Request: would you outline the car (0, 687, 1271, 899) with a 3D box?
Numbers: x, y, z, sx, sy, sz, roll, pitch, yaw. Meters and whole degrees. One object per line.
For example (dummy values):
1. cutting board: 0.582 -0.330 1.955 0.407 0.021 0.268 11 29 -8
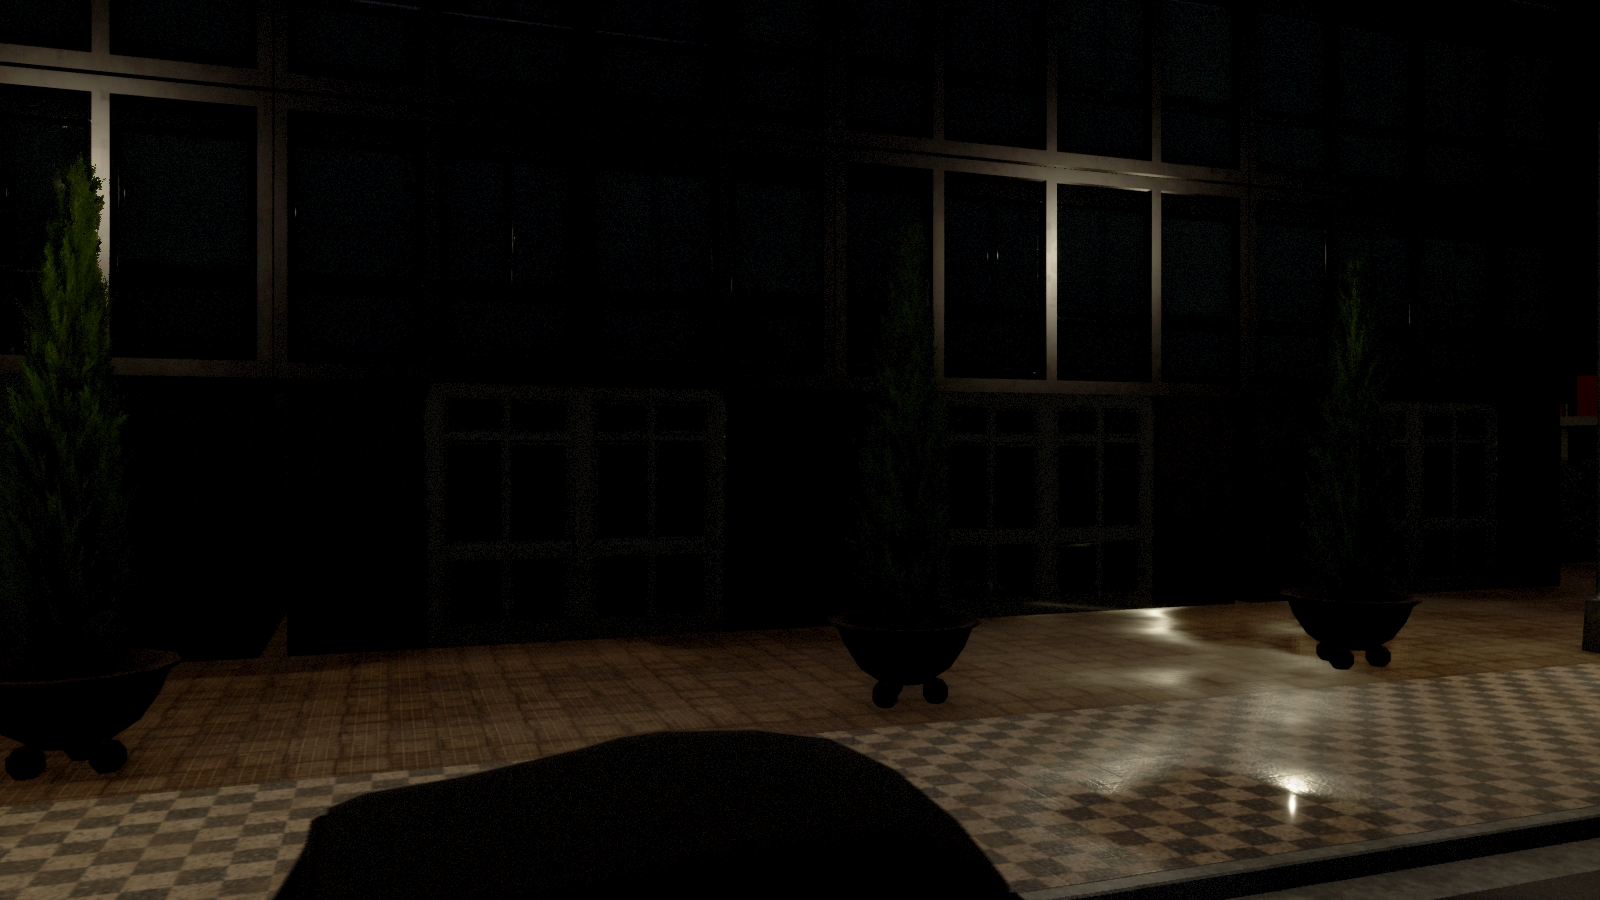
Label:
1. car: -1.038 1.859 2.920 3.866 1.878 1.905 0 0 -20
